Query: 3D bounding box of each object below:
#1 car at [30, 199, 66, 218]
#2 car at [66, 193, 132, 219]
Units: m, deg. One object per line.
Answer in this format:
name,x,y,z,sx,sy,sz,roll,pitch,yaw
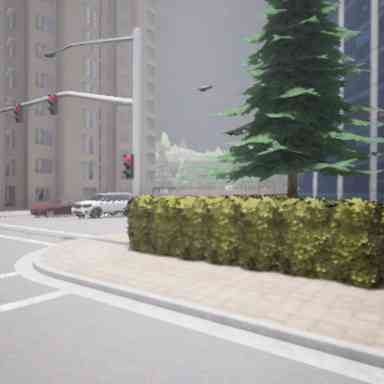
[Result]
car,-11.125,1.304,28.302,1.882,1.535,5.008,0,0,36
car,-7.202,1.071,27.741,2.150,2.045,5.566,0,0,36
